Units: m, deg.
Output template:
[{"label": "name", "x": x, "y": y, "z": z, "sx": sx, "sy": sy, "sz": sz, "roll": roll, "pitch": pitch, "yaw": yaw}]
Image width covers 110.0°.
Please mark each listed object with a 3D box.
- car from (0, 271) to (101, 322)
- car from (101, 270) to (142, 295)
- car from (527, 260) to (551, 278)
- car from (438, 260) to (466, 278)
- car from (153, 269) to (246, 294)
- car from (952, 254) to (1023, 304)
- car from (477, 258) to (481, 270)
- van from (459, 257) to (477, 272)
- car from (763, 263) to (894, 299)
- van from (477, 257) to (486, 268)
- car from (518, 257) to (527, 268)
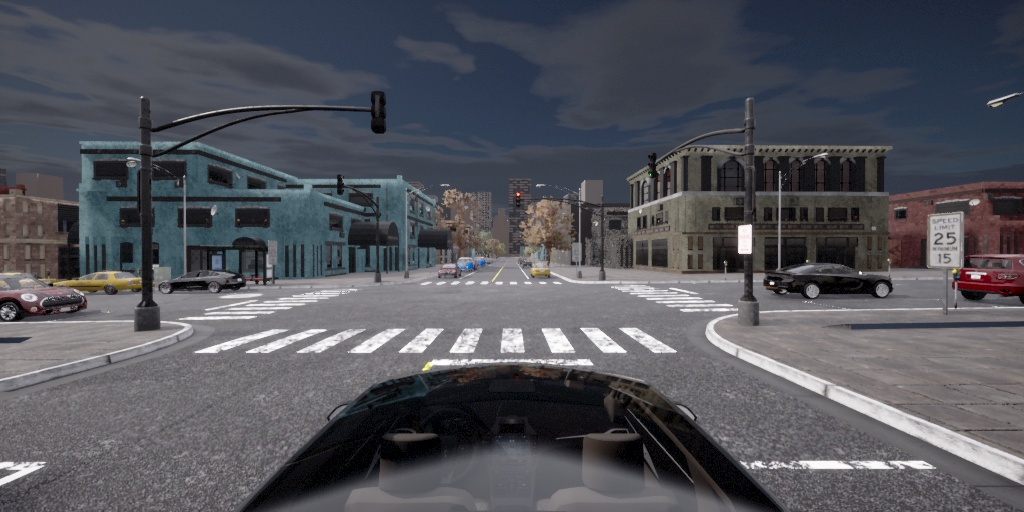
[{"label": "car", "x": -18.090, "y": 1.423, "z": 12.897, "sx": 4.097, "sy": 1.591, "sz": 1.967, "roll": 0, "pitch": 0, "yaw": -1}, {"label": "car", "x": -24.048, "y": 1.501, "z": 21.128, "sx": 4.829, "sy": 1.417, "sz": 1.751, "roll": 0, "pitch": 0, "yaw": -1}, {"label": "car", "x": 2.634, "y": 1.269, "z": 33.639, "sx": 1.751, "sy": 1.417, "sz": 4.829, "roll": 0, "pitch": 0, "yaw": 0}, {"label": "car", "x": -5.746, "y": 1.326, "z": 33.454, "sx": 1.802, "sy": 1.307, "sz": 4.207, "roll": 0, "pitch": 0, "yaw": 0}, {"label": "car", "x": -18.225, "y": 1.474, "z": 21.244, "sx": 4.313, "sy": 1.339, "sz": 1.948, "roll": 0, "pitch": 0, "yaw": -1}, {"label": "car", "x": 19.926, "y": 0.842, "z": 13.616, "sx": 5.009, "sy": 1.841, "sz": 2.192, "roll": 0, "pitch": 0, "yaw": -1}, {"label": "car", "x": -5.778, "y": 1.285, "z": 50.093, "sx": 1.888, "sy": 1.381, "sz": 4.507, "roll": 0, "pitch": 0, "yaw": 0}, {"label": "van", "x": -5.767, "y": 1.082, "z": 44.546, "sx": 1.690, "sy": 1.789, "sz": 3.998, "roll": 0, "pitch": 0, "yaw": 0}, {"label": "car", "x": 14.179, "y": 1.050, "z": 16.187, "sx": 5.008, "sy": 1.535, "sz": 1.882, "roll": -1, "pitch": 1, "yaw": -1}, {"label": "van", "x": -5.799, "y": 1.078, "z": 61.185, "sx": 1.690, "sy": 1.789, "sz": 3.998, "roll": 0, "pitch": 0, "yaw": 0}, {"label": "car", "x": 2.582, "y": 1.288, "z": 61.201, "sx": 2.007, "sy": 1.370, "sz": 4.403, "roll": 0, "pitch": 0, "yaw": 0}]
